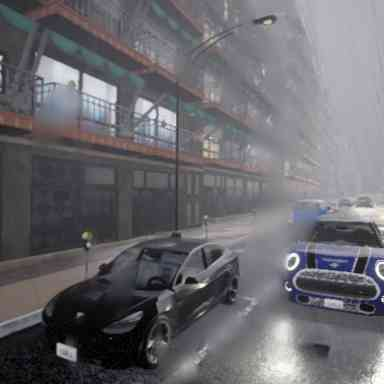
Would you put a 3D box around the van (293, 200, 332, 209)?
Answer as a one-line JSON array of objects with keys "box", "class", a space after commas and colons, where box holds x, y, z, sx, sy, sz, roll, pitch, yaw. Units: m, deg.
[{"box": [7.512, 1.374, 20.963, 1.690, 1.788, 3.998, 1, 0, 28], "class": "van"}]

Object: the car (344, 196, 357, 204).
[{"box": [31.500, 1.529, 66.017, 1.967, 1.590, 4.097, 1, 0, 28], "class": "car"}]

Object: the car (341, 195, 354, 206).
[{"box": [23.502, 1.640, 51.000, 1.947, 1.339, 4.313, 1, 0, 28], "class": "car"}]

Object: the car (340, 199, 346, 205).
[{"box": [12.840, 1.599, 30.976, 2.008, 1.369, 4.403, 1, 0, 28], "class": "car"}]

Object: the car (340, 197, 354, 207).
[{"box": [26.088, 1.604, 55.855, 1.752, 1.417, 4.829, 1, 0, 28], "class": "car"}]

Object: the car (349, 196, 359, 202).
[{"box": [39.494, 1.651, 81.034, 2.008, 1.369, 4.403, 1, 0, 28], "class": "car"}]

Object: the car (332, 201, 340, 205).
[{"box": [10.174, 1.586, 25.969, 1.887, 1.381, 4.507, 1, 0, 28], "class": "car"}]

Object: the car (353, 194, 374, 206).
[{"box": [24.166, 1.425, 46.548, 2.097, 1.767, 4.553, 0, 0, 28], "class": "car"}]

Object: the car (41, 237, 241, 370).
[{"box": [-0.488, 1.570, 5.946, 1.947, 1.339, 4.313, 1, 0, 28], "class": "car"}]

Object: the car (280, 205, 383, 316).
[{"box": [3.527, 1.366, 7.787, 2.097, 1.767, 4.553, 0, 0, 28], "class": "car"}]
